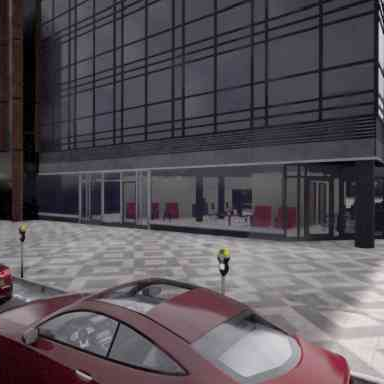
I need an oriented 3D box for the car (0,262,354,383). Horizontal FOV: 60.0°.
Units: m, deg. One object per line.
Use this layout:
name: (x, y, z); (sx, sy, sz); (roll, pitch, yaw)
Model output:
car: (-0.593, 1.582, 3.377); (4.206, 1.307, 1.802); (0, 0, 35)
